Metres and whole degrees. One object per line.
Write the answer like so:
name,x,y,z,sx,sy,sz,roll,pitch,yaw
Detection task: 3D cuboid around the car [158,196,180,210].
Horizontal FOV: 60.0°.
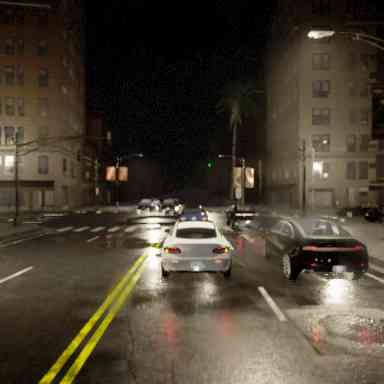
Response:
car,-3.305,1.751,47.989,2.033,1.411,5.357,0,0,0

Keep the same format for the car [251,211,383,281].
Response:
car,3.352,1.534,9.976,2.128,1.511,4.902,0,0,0

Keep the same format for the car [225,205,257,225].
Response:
car,3.344,1.589,22.208,2.128,1.511,4.902,0,0,0

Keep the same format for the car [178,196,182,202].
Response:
car,-3.251,1.844,57.580,1.895,1.301,4.718,0,0,0

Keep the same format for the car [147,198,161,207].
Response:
car,-6.512,1.768,57.405,1.812,1.442,4.674,0,0,0

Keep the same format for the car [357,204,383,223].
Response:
car,16.235,1.880,26.908,4.313,1.339,1.947,0,0,0

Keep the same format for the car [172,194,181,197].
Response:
car,-3.193,1.502,68.358,2.150,2.045,5.566,0,0,0

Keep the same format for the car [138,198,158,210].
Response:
car,-6.555,1.751,47.993,2.033,1.411,5.357,0,0,0

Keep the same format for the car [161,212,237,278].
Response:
car,0.112,1.569,10.167,1.812,1.442,4.674,0,0,0

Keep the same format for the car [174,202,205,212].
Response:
car,0.115,1.646,22.147,2.033,1.411,5.357,0,0,0

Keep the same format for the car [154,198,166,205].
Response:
car,-6.444,1.841,67.317,1.994,1.385,4.181,0,0,0

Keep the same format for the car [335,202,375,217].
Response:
car,16.760,1.737,32.856,5.008,1.535,1.882,0,1,0
